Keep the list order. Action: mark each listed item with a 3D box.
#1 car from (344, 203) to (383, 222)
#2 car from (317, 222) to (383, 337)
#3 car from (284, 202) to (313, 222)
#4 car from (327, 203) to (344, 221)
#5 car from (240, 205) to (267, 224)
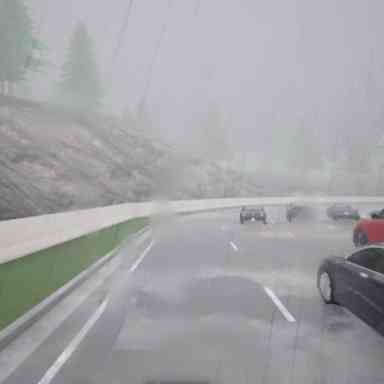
[{"bbox_3d":[7.092,1.234,10.139,2.150,2.045,5.566,0,0,0],"label":"car"},{"bbox_3d":[3.574,1.515,5.196,1.837,1.490,4.892,0,0,0],"label":"car"},{"bbox_3d":[8.700,1.545,27.101,1.837,1.490,4.892,-1,0,14],"label":"car"},{"bbox_3d":[12.498,1.605,27.667,1.994,1.385,4.181,0,0,16],"label":"car"},{"bbox_3d":[4.713,1.639,25.526,1.895,1.301,4.718,0,0,11],"label":"car"}]
